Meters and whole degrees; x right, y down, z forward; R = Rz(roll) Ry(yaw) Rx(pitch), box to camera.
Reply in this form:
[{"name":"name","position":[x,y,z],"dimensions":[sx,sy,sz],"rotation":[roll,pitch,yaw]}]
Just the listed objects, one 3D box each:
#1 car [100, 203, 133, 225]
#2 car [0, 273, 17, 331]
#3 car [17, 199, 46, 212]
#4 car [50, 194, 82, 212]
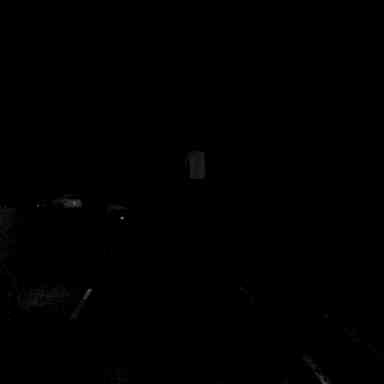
[{"name":"car","position":[-5.497,1.560,24.200],"dimensions":[1.812,1.442,4.674],"rotation":[0,0,-22]},{"name":"car","position":[-3.836,1.542,3.851],"dimensions":[1.812,1.442,4.674],"rotation":[0,0,-4]},{"name":"car","position":[-18.559,1.555,38.345],"dimensions":[2.033,1.411,5.357],"rotation":[1,0,-42]},{"name":"car","position":[-15.019,1.262,39.591],"dimensions":[2.150,2.045,5.566],"rotation":[1,-1,-40]}]
